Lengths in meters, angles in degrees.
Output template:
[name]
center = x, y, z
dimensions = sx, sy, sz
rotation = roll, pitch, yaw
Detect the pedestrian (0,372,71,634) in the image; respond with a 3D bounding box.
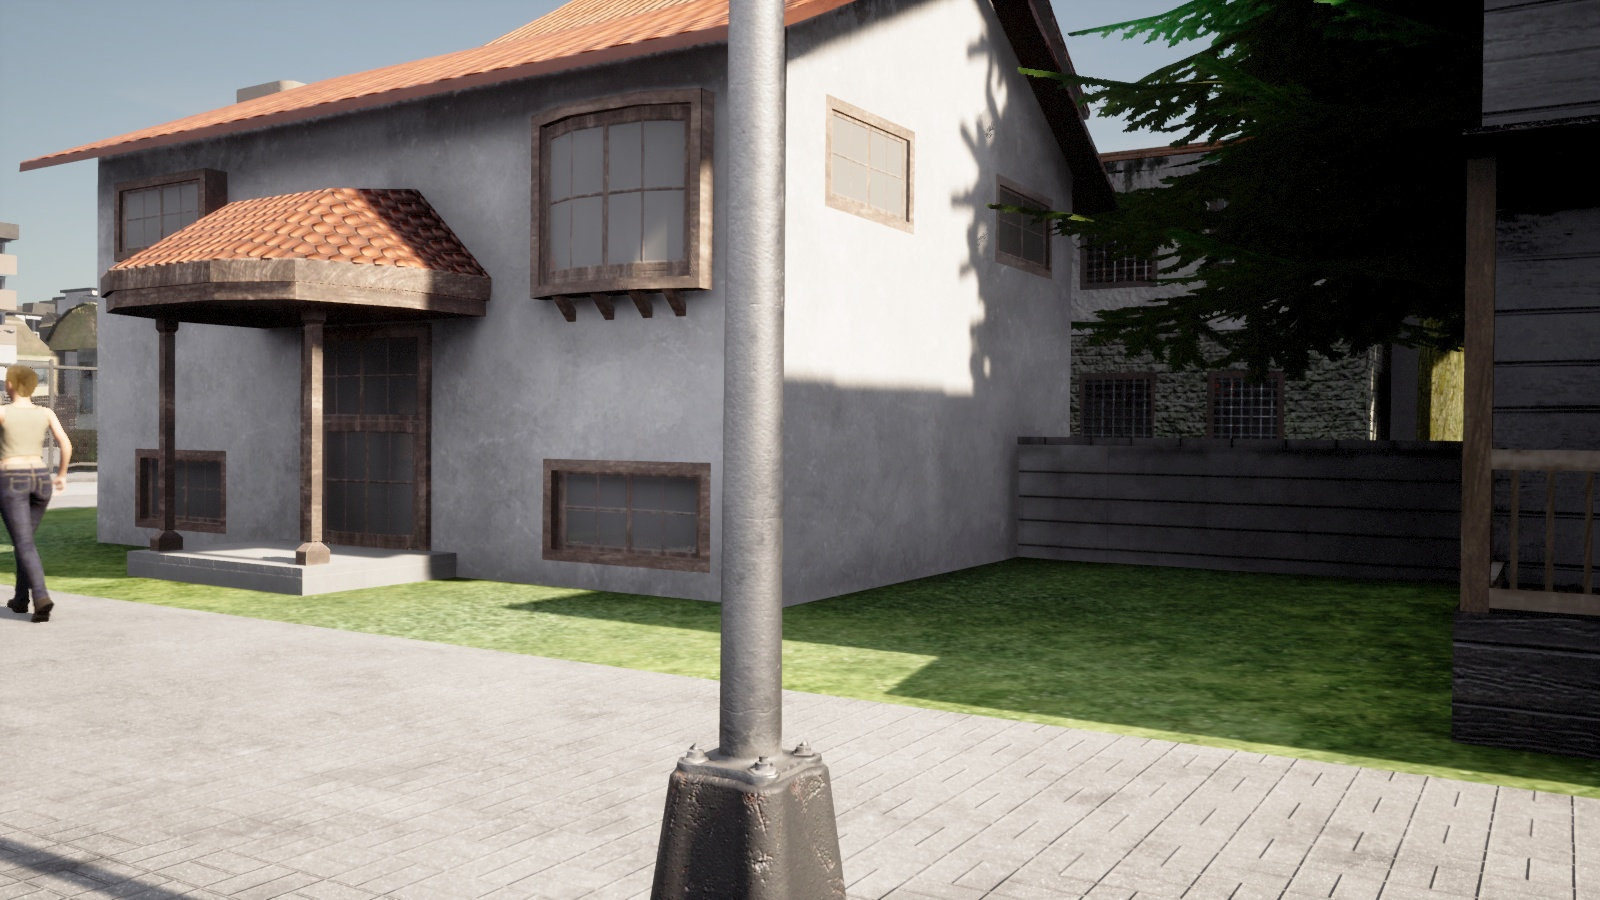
[pedestrian]
center = -5.618, 0.368, 9.069
dimensions = 0.594, 1.836, 0.345
rotation = 0, 1, 31
